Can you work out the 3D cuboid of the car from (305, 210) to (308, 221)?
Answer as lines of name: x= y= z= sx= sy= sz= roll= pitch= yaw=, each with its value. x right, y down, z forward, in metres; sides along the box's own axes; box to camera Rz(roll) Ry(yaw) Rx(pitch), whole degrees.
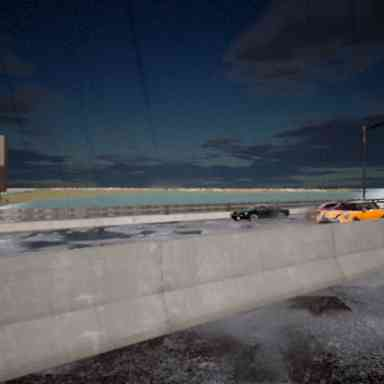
car: x=10.282 y=1.404 z=24.095 sx=5.008 sy=1.535 sz=1.882 roll=0 pitch=0 yaw=-35

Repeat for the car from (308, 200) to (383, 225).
car: x=9.094 y=1.293 z=18.985 sx=4.553 sy=1.767 sz=2.097 roll=0 pitch=0 yaw=-35

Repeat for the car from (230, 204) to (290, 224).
car: x=5.073 y=1.540 z=24.719 sx=4.718 sy=1.301 sz=1.895 roll=0 pitch=0 yaw=-35
